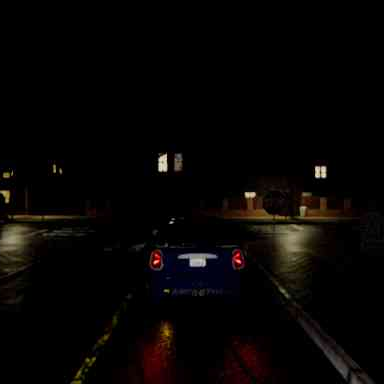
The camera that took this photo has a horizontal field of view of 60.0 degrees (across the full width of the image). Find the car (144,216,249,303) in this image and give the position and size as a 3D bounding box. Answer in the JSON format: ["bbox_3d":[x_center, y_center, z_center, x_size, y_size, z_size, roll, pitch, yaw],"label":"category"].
[{"bbox_3d":[0.035,1.373,8.468,2.097,1.767,4.553,0,0,-2],"label":"car"}]

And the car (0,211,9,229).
[{"bbox_3d":[-13.475,1.302,18.865,5.566,2.045,2.150,0,1,2],"label":"car"}]
